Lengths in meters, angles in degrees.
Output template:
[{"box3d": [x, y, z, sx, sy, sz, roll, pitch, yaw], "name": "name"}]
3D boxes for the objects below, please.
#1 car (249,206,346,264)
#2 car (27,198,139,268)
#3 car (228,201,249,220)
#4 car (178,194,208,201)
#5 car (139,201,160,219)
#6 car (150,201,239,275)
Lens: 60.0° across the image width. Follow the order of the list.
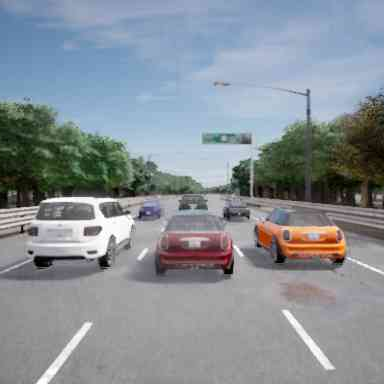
[{"box3d": [3.580, 1.329, 11.897, 2.097, 1.767, 4.553, 0, 0, 0], "name": "car"}, {"box3d": [-3.419, 1.196, 11.303, 2.150, 2.045, 5.566, 0, 0, 0], "name": "car"}, {"box3d": [3.578, 1.444, 27.372, 2.128, 1.511, 4.902, 0, 0, 0], "name": "car"}, {"box3d": [0.081, 1.173, 26.531, 2.150, 2.045, 5.566, 0, 0, 0], "name": "car"}, {"box3d": [-3.418, 1.476, 28.439, 1.812, 1.442, 4.674, 0, 0, 0], "name": "car"}, {"box3d": [0.076, 1.330, 10.537, 2.097, 1.767, 4.553, 0, 0, 0], "name": "car"}]
